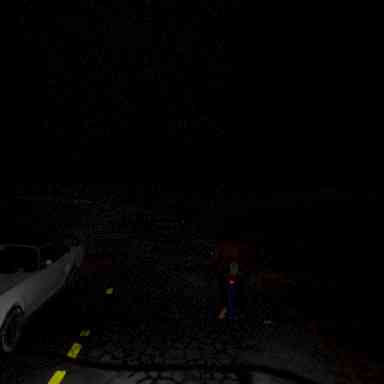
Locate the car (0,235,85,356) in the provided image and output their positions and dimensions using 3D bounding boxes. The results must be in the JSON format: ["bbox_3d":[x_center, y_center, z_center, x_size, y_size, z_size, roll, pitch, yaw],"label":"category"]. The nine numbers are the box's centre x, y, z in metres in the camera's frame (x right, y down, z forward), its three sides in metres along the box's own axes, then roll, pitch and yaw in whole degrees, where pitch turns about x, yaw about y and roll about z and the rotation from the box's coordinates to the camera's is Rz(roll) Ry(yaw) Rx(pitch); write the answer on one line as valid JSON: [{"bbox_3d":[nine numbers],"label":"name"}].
[{"bbox_3d":[-3.453,1.555,6.051,1.895,1.301,4.718,0,0,-4],"label":"car"}]

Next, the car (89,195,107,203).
[{"bbox_3d":[-16.221,1.170,57.379,2.033,1.411,5.357,-1,1,-31],"label":"car"}]

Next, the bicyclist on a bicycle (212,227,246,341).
[{"bbox_3d":[0.625,1.429,5.542,0.582,1.620,1.656,0,1,-1],"label":"bicyclist on a bicycle"}]

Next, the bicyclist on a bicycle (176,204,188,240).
[{"bbox_3d":[-0.447,1.371,15.548,0.582,1.620,1.656,0,0,-6],"label":"bicyclist on a bicycle"}]

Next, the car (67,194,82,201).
[{"bbox_3d":[-24.591,1.060,69.720,1.812,1.442,4.674,-1,1,-40],"label":"car"}]
